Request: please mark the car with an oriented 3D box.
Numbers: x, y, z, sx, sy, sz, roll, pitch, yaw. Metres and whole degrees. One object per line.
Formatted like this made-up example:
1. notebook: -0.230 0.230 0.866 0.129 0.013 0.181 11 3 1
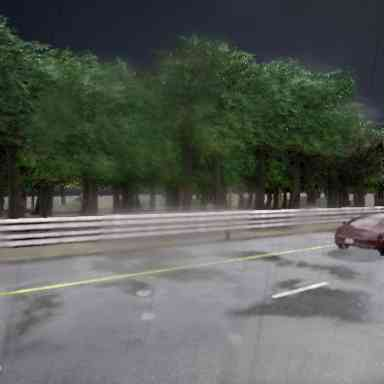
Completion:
1. car: 7.710 1.661 13.641 4.674 1.442 1.812 0 0 -35
